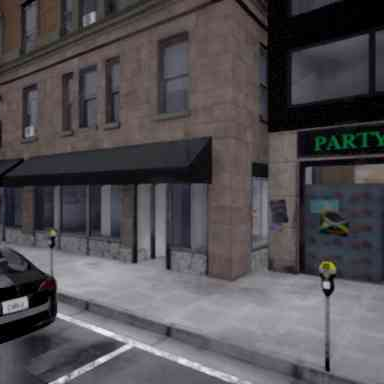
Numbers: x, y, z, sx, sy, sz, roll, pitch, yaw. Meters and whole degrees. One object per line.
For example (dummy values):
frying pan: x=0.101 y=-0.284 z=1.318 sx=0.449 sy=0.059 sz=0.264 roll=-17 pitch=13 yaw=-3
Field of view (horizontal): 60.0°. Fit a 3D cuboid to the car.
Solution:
car: x=-4.073 y=1.568 z=5.711 sx=4.313 sy=1.339 sz=1.947 roll=0 pitch=0 yaw=35
